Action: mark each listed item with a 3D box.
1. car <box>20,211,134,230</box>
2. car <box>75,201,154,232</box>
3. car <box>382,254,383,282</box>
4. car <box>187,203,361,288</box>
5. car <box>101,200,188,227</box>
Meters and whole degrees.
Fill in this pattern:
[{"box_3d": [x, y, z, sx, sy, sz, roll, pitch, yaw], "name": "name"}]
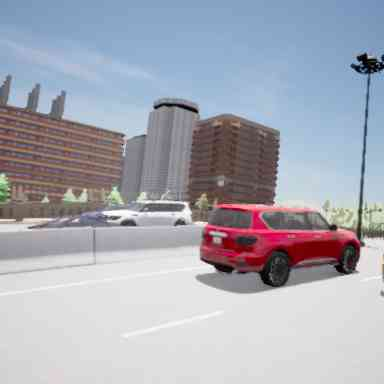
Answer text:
[{"box_3d": [-4.832, 1.628, 13.442, 4.181, 1.385, 1.994, 2, -1, -35], "name": "car"}, {"box_3d": [-5.038, 1.585, 21.892, 4.553, 1.767, 2.097, 3, -2, -35], "name": "car"}, {"box_3d": [6.914, 1.819, 8.678, 5.008, 1.535, 1.882, 4, -2, -35], "name": "car"}, {"box_3d": [2.824, 1.438, 10.060, 5.566, 2.045, 2.150, 3, -2, -35], "name": "car"}, {"box_3d": [-2.508, 1.481, 19.399, 5.566, 2.045, 2.150, 4, -2, -35], "name": "car"}]
